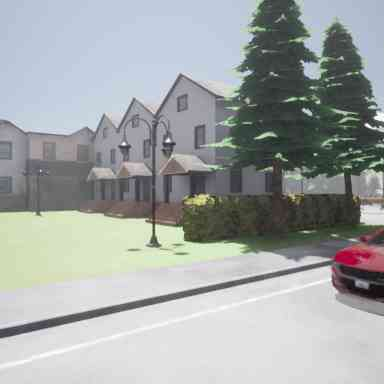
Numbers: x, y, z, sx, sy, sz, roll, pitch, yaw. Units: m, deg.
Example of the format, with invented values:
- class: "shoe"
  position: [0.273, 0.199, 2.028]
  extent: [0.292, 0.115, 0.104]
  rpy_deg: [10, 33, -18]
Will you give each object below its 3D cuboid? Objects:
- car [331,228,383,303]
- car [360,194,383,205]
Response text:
- class: "car"
  position: [5.234, 1.477, 7.678]
  extent: [5.008, 1.535, 1.882]
  rpy_deg: [0, 0, -35]
- class: "car"
  position: [27.535, 1.097, 49.502]
  extent: [1.932, 1.855, 4.605]
  rpy_deg: [0, 0, -36]
